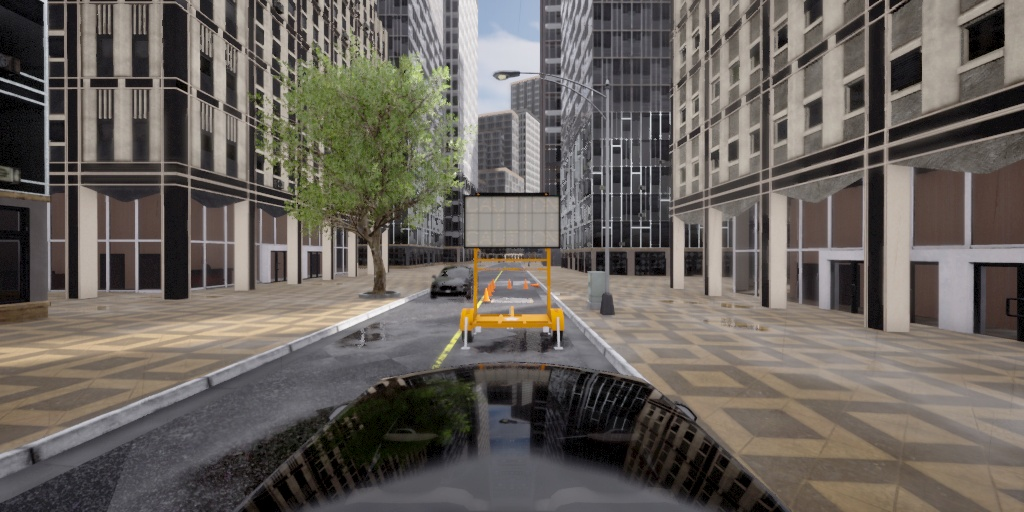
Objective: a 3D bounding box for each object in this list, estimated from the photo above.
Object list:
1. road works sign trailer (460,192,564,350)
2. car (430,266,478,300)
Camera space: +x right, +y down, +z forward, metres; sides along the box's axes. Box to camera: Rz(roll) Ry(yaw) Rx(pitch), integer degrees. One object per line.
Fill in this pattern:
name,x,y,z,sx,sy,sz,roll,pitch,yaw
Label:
road works sign trailer,0.006,0.214,9.066,2.380,3.560,2.880,0,0,0
car,-2.738,1.256,17.761,1.837,1.490,4.892,0,0,0
